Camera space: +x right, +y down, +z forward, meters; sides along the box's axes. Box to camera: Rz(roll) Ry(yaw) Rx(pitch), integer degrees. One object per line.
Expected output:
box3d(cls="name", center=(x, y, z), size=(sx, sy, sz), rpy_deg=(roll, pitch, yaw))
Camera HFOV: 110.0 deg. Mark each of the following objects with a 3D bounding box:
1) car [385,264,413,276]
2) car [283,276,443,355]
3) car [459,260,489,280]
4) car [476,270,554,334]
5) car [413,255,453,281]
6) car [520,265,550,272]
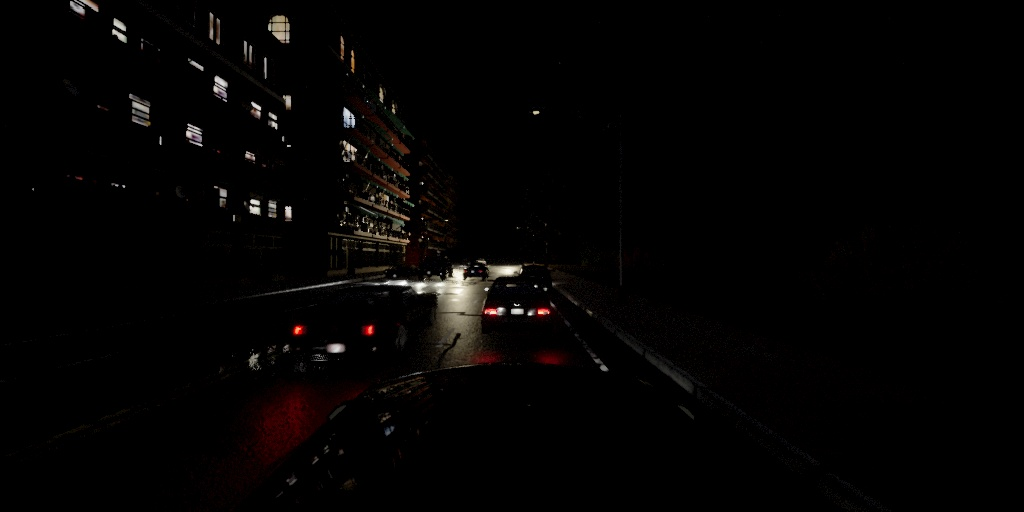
box3d(cls="car", center=(-9.784, 1.353, 32.133), size=(1.895, 1.301, 4.718), rpy_deg=(0, 0, 0))
box3d(cls="car", center=(-3.138, 1.352, 8.632), size=(1.895, 1.301, 4.718), rpy_deg=(0, 0, 0))
box3d(cls="car", center=(-3.089, 1.300, 31.193), size=(2.033, 1.411, 5.357), rpy_deg=(0, 0, 1))
box3d(cls="car", center=(0.120, 1.299, 10.584), size=(2.033, 1.411, 5.357), rpy_deg=(0, 0, 0))
box3d(cls="car", center=(-6.537, 0.973, 30.953), size=(2.150, 2.045, 5.566), rpy_deg=(0, 0, 0))
box3d(cls="car", center=(1.177, 1.257, 20.272), size=(1.837, 1.490, 4.892), rpy_deg=(0, 0, 0))
